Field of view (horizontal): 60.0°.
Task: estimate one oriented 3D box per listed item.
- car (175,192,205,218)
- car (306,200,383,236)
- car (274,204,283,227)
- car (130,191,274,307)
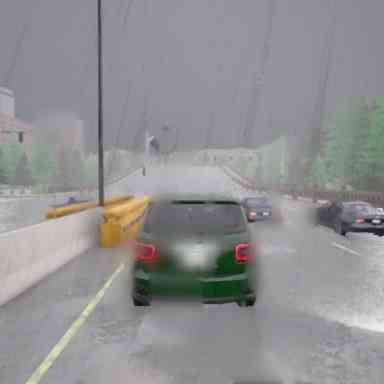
[{"bbox_3d":[-0.137,0.789,22.838,1.837,1.490,4.892,0,2,-1],"label":"car"},{"bbox_3d":[6.939,1.073,15.078,2.033,1.411,5.357,0,2,-1],"label":"car"},{"bbox_3d":[3.415,0.983,17.989,2.033,1.411,5.357,0,2,-1],"label":"car"},{"bbox_3d":[0.023,0.983,7.518,2.150,2.045,5.566,0,2,-1],"label":"car"}]
